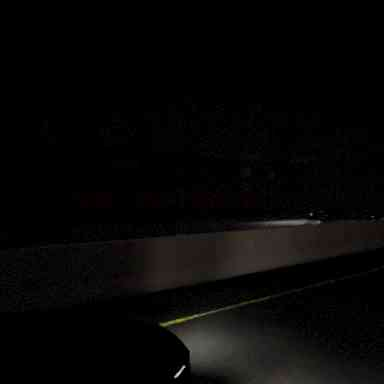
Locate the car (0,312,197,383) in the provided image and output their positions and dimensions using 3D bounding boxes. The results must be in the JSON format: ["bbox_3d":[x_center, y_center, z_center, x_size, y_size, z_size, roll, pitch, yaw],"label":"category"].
[{"bbox_3d":[-2.108,1.519,2.248,4.674,1.442,1.812,1,0,-35],"label":"car"}]

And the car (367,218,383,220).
[{"bbox_3d":[13.994,1.645,22.528,5.008,1.535,1.882,1,0,-35],"label":"car"}]
